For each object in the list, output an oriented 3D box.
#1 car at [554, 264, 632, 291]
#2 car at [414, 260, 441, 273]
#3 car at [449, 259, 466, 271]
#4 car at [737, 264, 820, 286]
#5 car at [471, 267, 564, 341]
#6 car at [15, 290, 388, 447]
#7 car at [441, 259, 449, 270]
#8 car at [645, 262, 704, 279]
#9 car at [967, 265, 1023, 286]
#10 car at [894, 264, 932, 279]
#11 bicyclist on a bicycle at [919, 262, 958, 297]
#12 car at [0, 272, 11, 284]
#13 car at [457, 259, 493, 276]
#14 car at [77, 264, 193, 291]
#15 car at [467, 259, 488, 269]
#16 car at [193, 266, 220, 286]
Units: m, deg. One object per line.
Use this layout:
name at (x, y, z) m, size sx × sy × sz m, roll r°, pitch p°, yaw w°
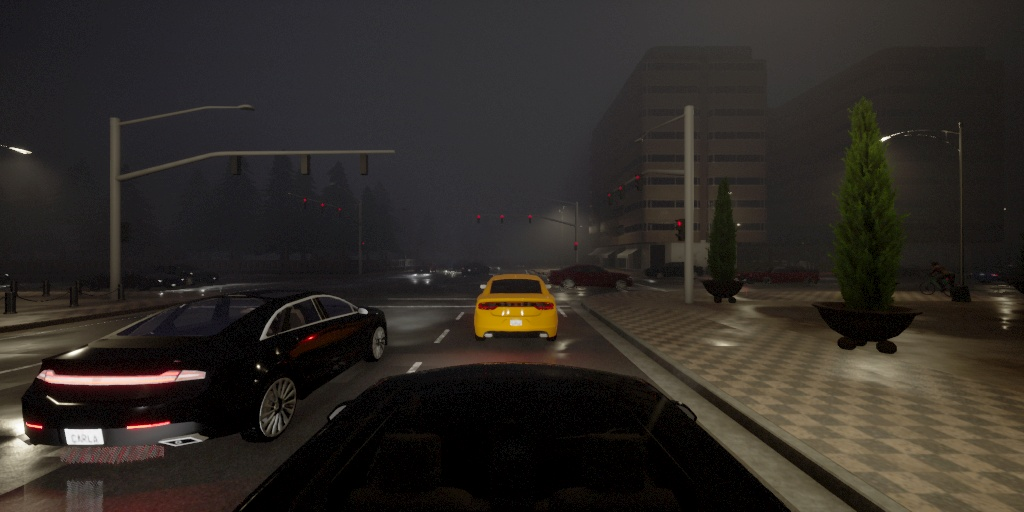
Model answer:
car at (4.718, 1.242, 21.759) m, size 5.008 × 1.535 × 1.882 m, roll 0°, pitch 0°, yaw 0°
car at (-10.394, 1.351, 43.599) m, size 1.895 × 1.301 × 4.718 m, roll 0°, pitch 0°, yaw 1°
car at (-6.685, 1.228, 48.383) m, size 1.882 × 1.535 × 5.008 m, roll 0°, pitch 0°, yaw 3°
car at (18.754, 1.406, 25.311) m, size 4.718 × 1.301 × 1.895 m, roll 0°, pitch 0°, yaw 0°
car at (0.101, 1.228, 9.897) m, size 1.882 × 1.535 × 5.008 m, roll 0°, pitch 0°, yaw 0°
car at (-3.425, 1.242, 5.313) m, size 2.128 × 1.511 × 4.902 m, roll 0°, pitch 0°, yaw 0°
car at (-9.804, 1.228, 52.985) m, size 1.882 × 1.535 × 5.008 m, roll 0°, pitch 0°, yaw 7°
car at (14.628, 1.283, 32.491) m, size 5.008 × 1.535 × 1.882 m, roll 0°, pitch 0°, yaw 0°
car at (35.756, 1.353, 25.359) m, size 5.357 × 1.411 × 2.033 m, roll 0°, pitch 0°, yaw 0°
car at (34.904, 1.406, 32.547) m, size 4.718 × 1.301 × 1.895 m, roll 0°, pitch 0°, yaw 0°
bicyclist on a bicycle at (20.278, 1.106, 17.026) m, size 0.582 × 1.620 × 1.656 m, roll 0°, pitch 0°, yaw 0°
car at (-38.378, 1.331, 25.132) m, size 4.674 × 1.442 × 1.812 m, roll 0°, pitch 0°, yaw 0°
car at (-3.722, 1.326, 36.918) m, size 1.994 × 1.385 × 4.181 m, roll 0°, pitch 1°, yaw 13°
car at (-22.994, 1.352, 21.688) m, size 5.357 × 1.411 × 2.033 m, roll 0°, pitch 0°, yaw 3°
car at (-5.524, 1.255, 57.718) m, size 1.837 × 1.490 × 4.892 m, roll 0°, pitch 0°, yaw 15°
car at (-23.321, 1.309, 25.165) m, size 4.892 × 1.490 × 1.837 m, roll 0°, pitch 0°, yaw 0°
